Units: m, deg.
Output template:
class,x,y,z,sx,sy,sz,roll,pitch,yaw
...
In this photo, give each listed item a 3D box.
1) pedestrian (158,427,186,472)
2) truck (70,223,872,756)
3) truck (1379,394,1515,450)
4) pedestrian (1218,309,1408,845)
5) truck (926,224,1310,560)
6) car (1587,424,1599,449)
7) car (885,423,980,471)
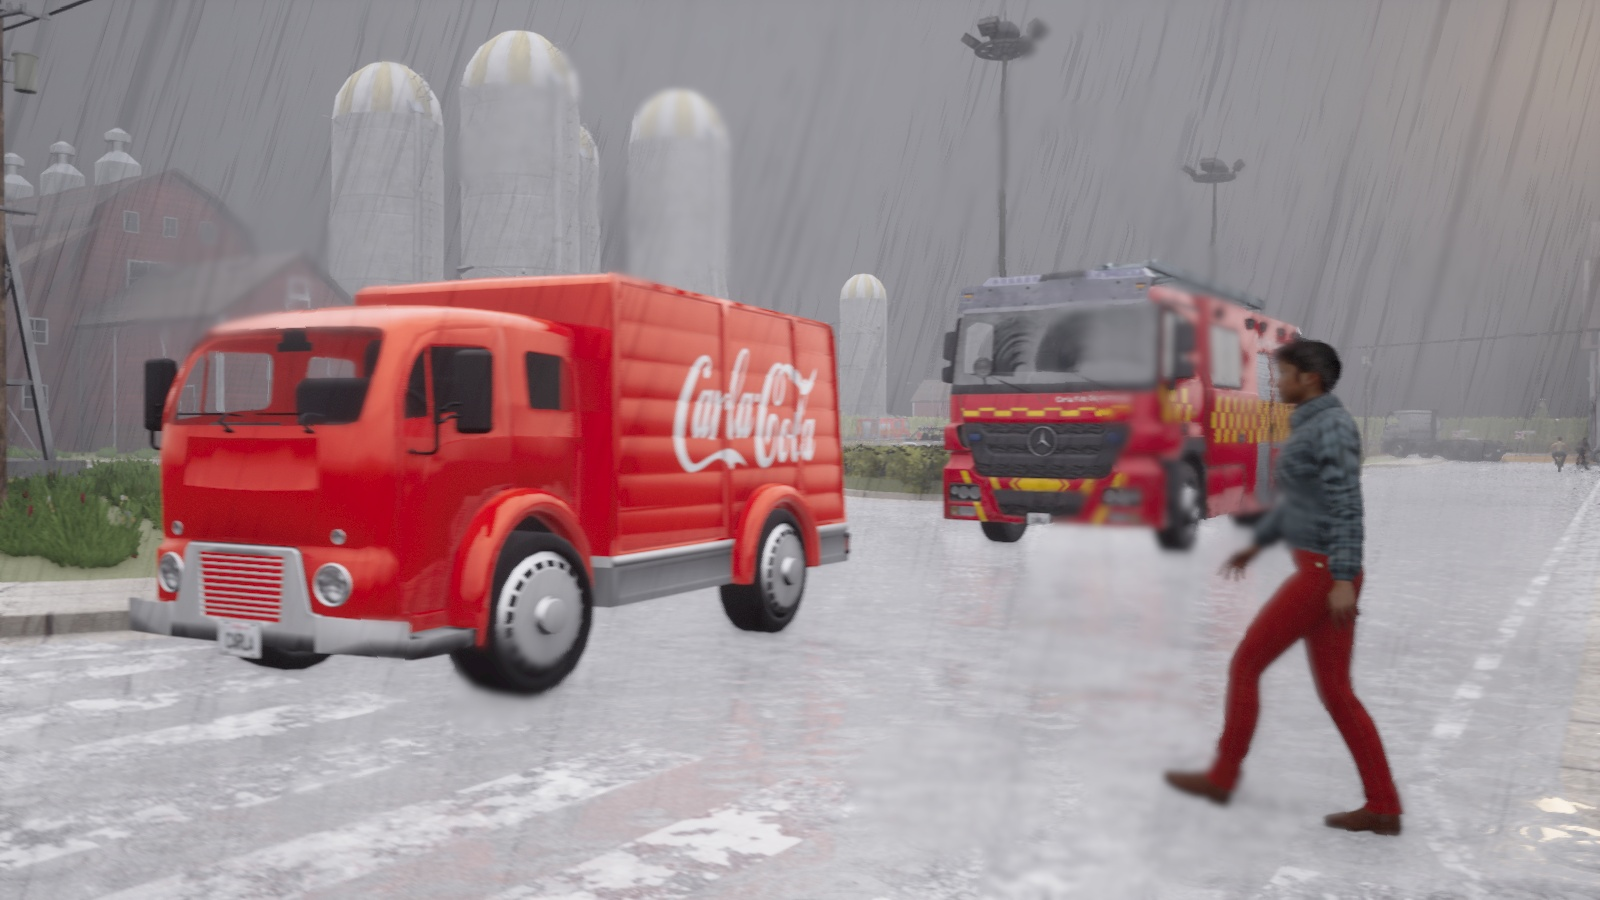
class,x,y,z,sx,sy,sz,roll,pitch,yaw
pedestrian,-27.891,-0.032,55.755,0.659,1.952,0.873,0,1,31
truck,-1.711,0.152,8.721,2.627,2.467,5.204,0,1,25
truck,42.537,-1.786,82.893,2.891,3.462,7.936,-1,0,-23
pedestrian,1.884,0.438,4.611,0.614,1.847,0.353,0,1,25
truck,5.141,-0.725,18.656,2.891,3.827,8.468,0,1,33
car,47.343,-0.790,71.490,1.970,1.475,3.806,-1,1,-26
car,5.388,-0.153,50.601,1.932,1.855,4.605,0,1,33
